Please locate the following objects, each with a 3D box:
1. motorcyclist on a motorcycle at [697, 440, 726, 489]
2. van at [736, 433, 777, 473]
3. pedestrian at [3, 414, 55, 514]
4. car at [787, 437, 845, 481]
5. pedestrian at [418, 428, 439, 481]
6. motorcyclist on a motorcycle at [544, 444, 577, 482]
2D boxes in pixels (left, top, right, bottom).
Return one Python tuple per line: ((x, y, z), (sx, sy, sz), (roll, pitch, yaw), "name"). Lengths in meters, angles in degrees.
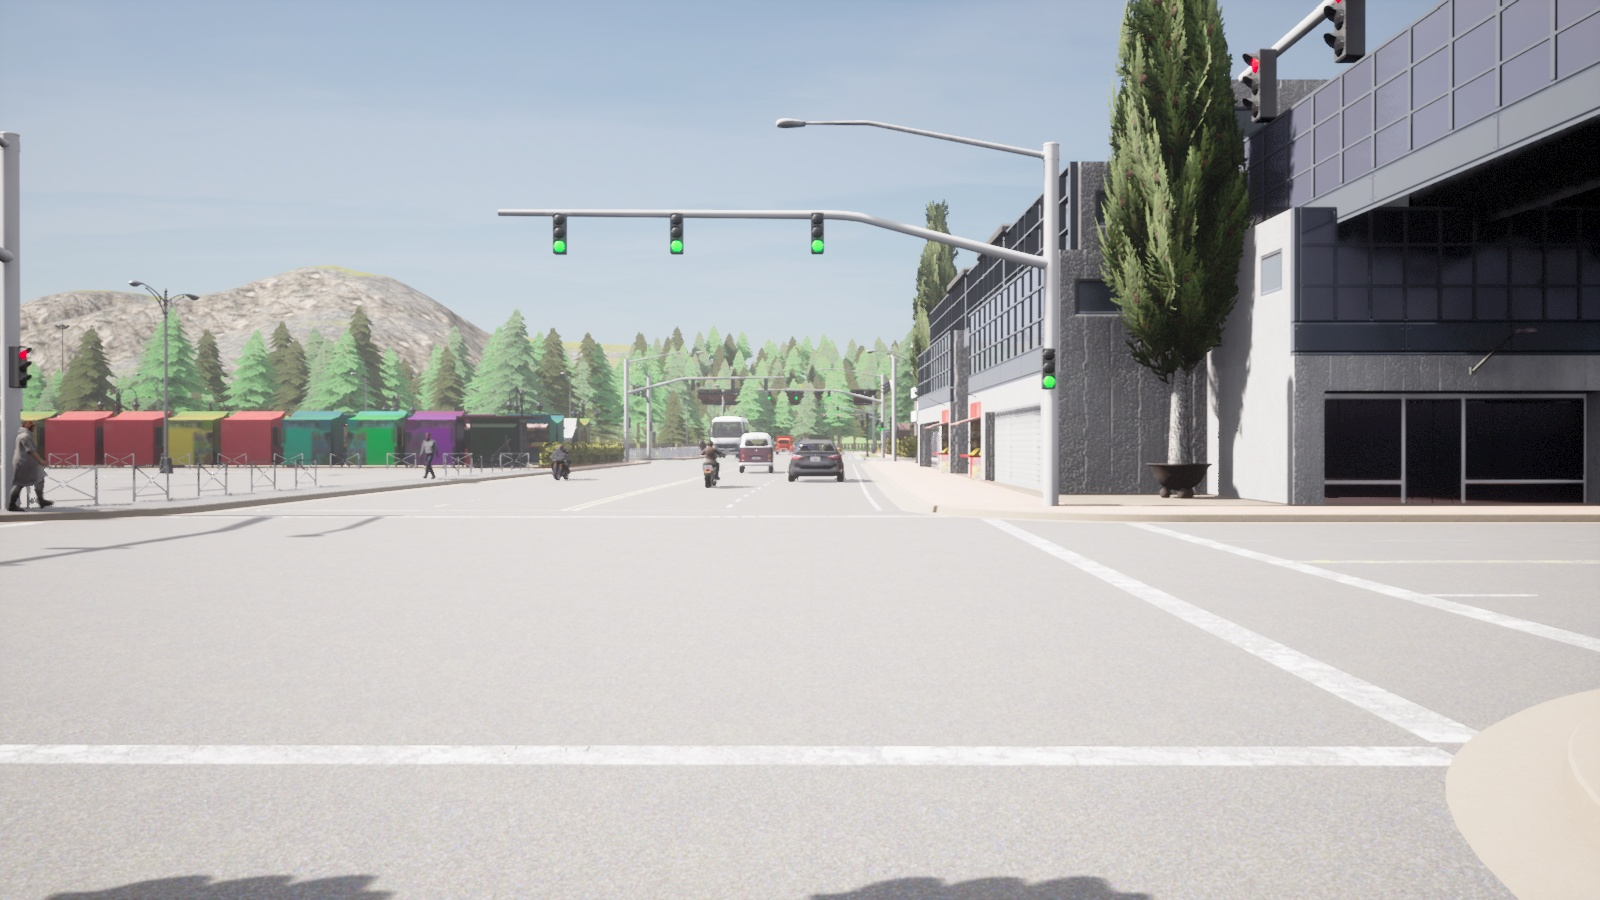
((-3.063, 0.477, 43.533), (0.766, 1.649, 2.350), (0, 0, 2), "motorcyclist on a motorcycle")
((-2.239, 0.140, 65.565), (2.069, 2.038, 4.480), (0, 0, -1), "van")
((-15.348, 0.268, 24.996), (0.873, 1.952, 0.659), (0, 0, -33), "pedestrian")
((0.697, 0.336, 50.992), (2.242, 1.667, 4.611), (0, 0, 2), "car")
((-13.911, 0.159, 46.995), (0.423, 1.949, 0.788), (0, 0, 14), "pedestrian")
((-9.790, 0.516, 51.433), (0.866, 1.530, 2.191), (0, 0, 2), "motorcyclist on a motorcycle")
